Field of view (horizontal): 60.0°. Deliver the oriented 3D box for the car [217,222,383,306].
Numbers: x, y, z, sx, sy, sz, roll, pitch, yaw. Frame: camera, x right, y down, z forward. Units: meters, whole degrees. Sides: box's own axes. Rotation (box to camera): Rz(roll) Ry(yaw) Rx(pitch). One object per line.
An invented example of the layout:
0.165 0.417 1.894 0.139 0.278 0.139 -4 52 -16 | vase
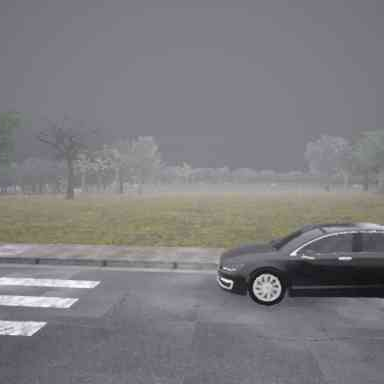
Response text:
2.984 1.426 7.050 4.892 1.490 1.837 0 1 6 | car
